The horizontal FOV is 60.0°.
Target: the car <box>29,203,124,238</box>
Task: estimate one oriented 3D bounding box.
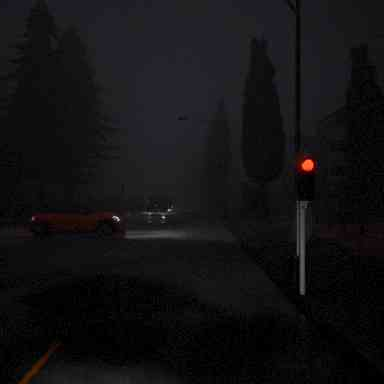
[{"bbox_3d":[-5.834,1.351,17.283,4.553,1.767,2.097,0,0,-11],"label":"car"}]

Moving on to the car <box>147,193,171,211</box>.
[{"bbox_3d":[-4.138,1.221,40.804,2.150,2.045,5.566,0,0,0],"label":"car"}]

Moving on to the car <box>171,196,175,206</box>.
[{"bbox_3d":[-4.133,1.222,51.241,2.150,2.045,5.566,0,0,0],"label":"car"}]

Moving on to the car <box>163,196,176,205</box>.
[{"bbox_3d":[-4.086,1.547,61.943,2.033,1.411,5.357,0,0,0],"label":"car"}]
